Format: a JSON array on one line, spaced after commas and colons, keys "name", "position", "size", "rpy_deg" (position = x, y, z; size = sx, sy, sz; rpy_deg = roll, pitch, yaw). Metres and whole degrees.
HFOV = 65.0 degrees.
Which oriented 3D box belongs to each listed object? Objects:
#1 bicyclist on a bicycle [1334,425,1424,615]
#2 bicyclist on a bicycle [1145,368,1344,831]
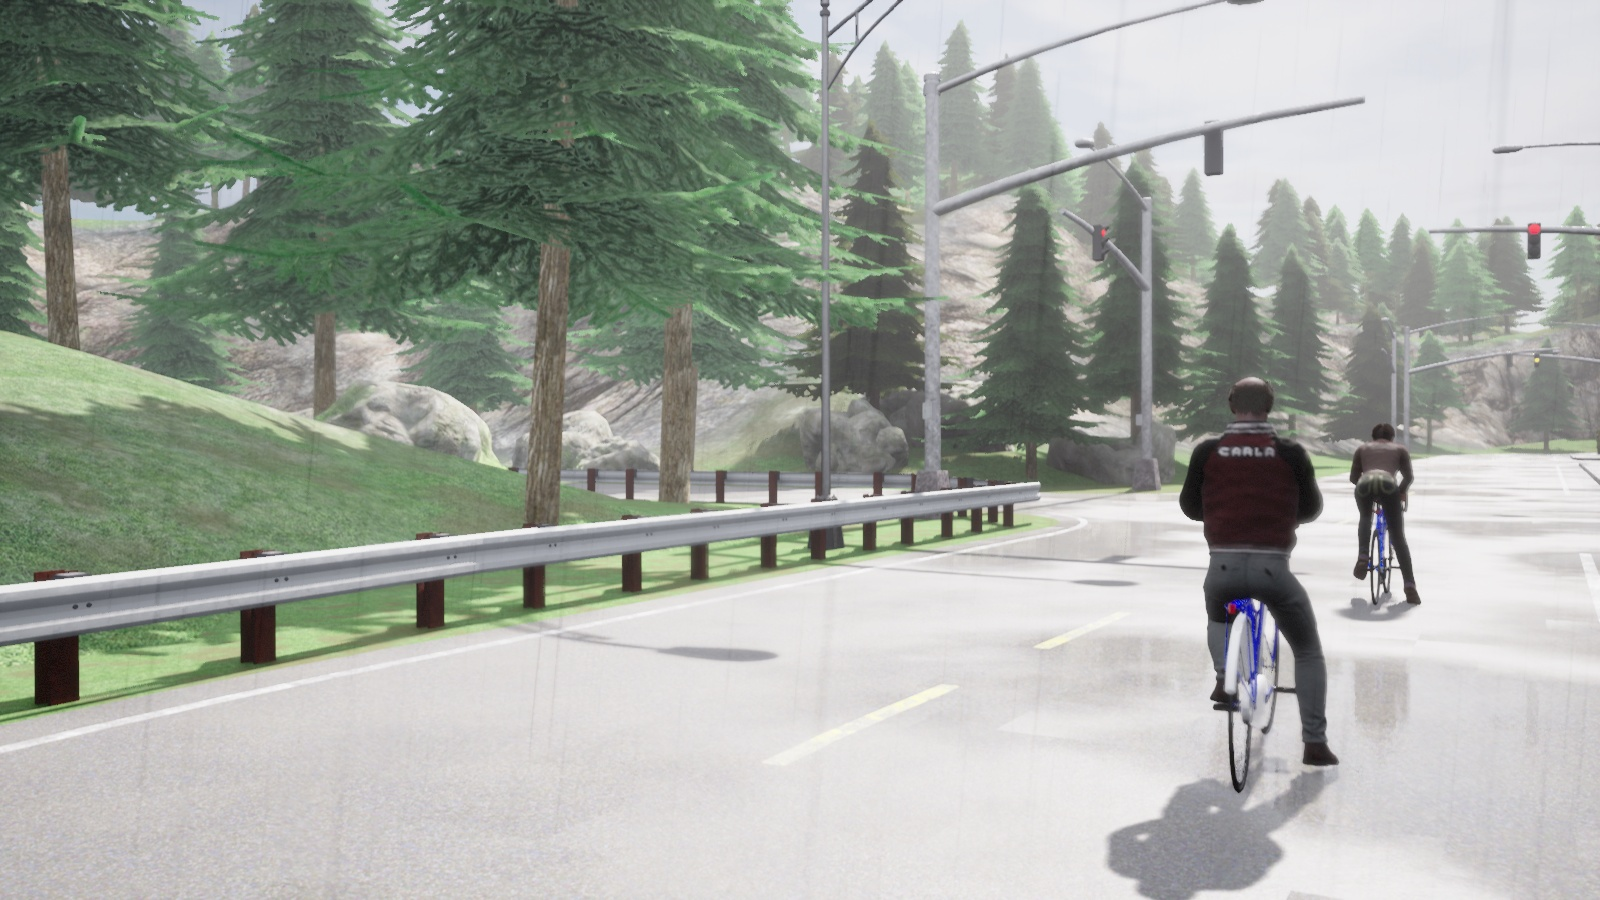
[{"name": "bicyclist on a bicycle", "position": [5.346, 0.591, 11.546], "size": [0.582, 1.620, 1.656], "rpy_deg": [0, 0, 30]}, {"name": "bicyclist on a bicycle", "position": [2.103, 0.563, 5.786], "size": [0.659, 1.776, 1.843], "rpy_deg": [0, 1, 26]}]
